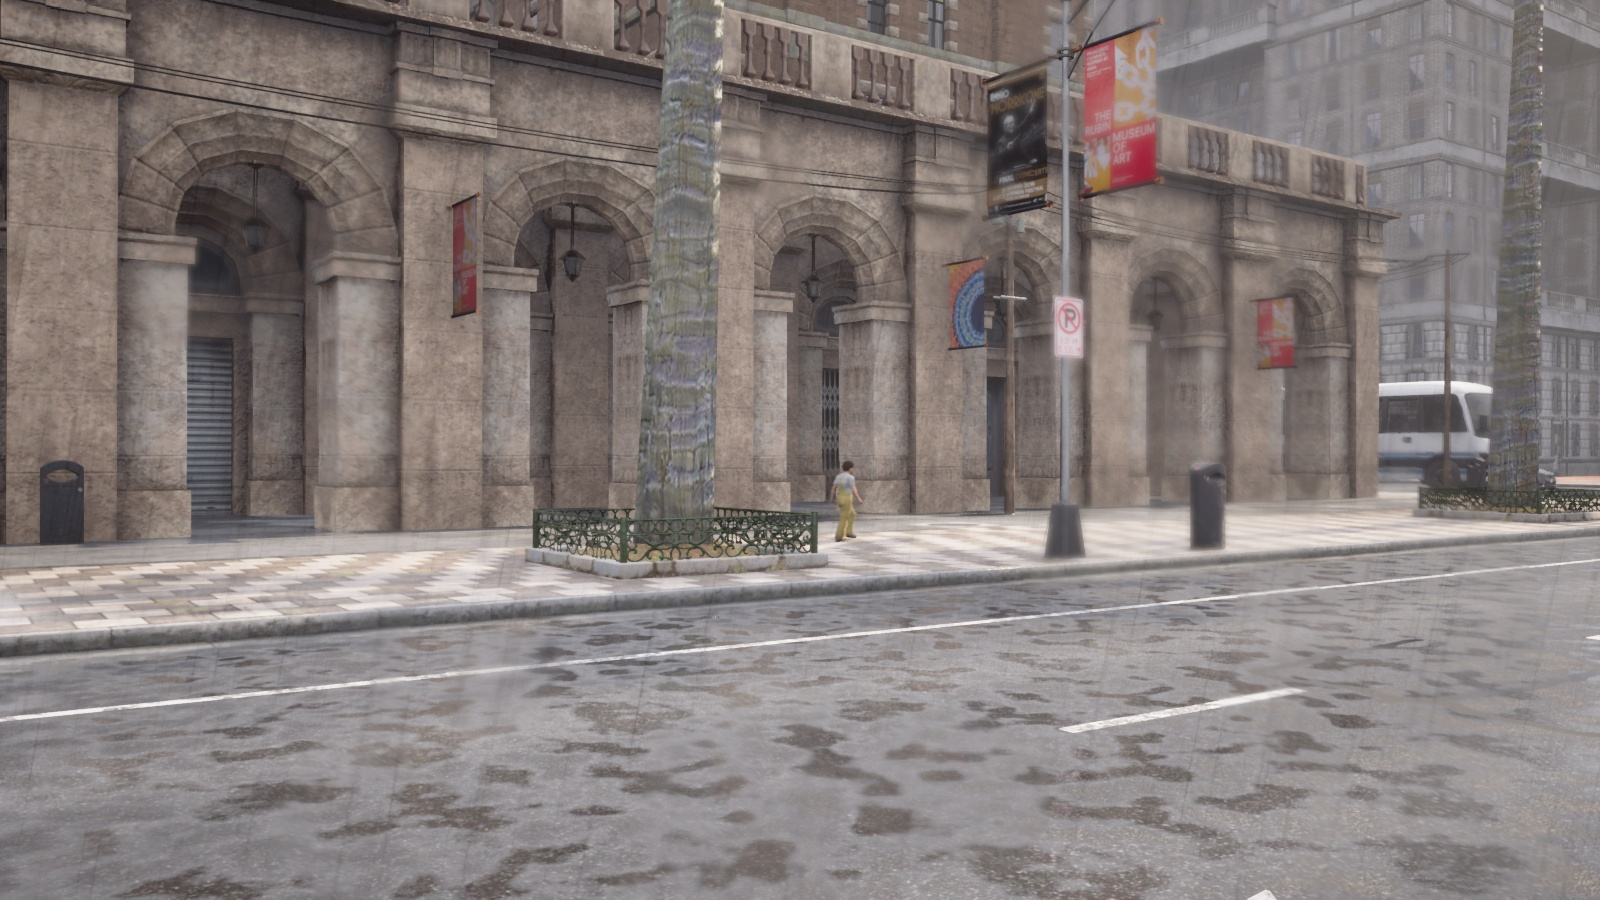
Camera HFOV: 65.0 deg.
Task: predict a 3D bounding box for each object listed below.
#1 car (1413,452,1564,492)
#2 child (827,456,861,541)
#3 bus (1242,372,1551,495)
[{"bbox_3d":[26.913,0.813,49.256,1.837,1.490,4.892,0,0,-34],"label":"car"},{"bbox_3d":[0.664,0.727,19.008,0.437,1.263,0.270,0,0,-35],"label":"child"},{"bbox_3d":[22.863,-0.560,48.917,3.944,4.253,10.273,0,0,-35],"label":"bus"}]
